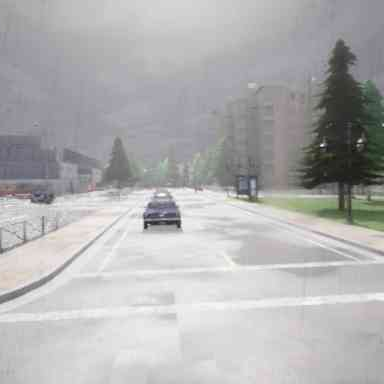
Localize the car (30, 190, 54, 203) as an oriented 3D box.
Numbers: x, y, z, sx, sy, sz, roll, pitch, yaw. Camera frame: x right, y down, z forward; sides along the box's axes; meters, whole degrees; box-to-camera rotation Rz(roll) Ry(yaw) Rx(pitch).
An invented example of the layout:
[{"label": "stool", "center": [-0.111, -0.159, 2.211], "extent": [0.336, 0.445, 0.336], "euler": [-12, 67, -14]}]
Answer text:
[{"label": "car", "center": [-17.536, 0.535, 38.963], "extent": [1.845, 1.501, 3.633], "euler": [-1, 2, -5]}]

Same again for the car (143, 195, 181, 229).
[{"label": "car", "center": [-1.608, 1.096, 17.612], "extent": [1.895, 1.301, 4.718], "euler": [-1, 2, -5]}]

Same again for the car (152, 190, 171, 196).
[{"label": "car", "center": [-2.537, 0.782, 27.560], "extent": [1.994, 1.385, 4.181], "euler": [-1, 2, -5]}]
